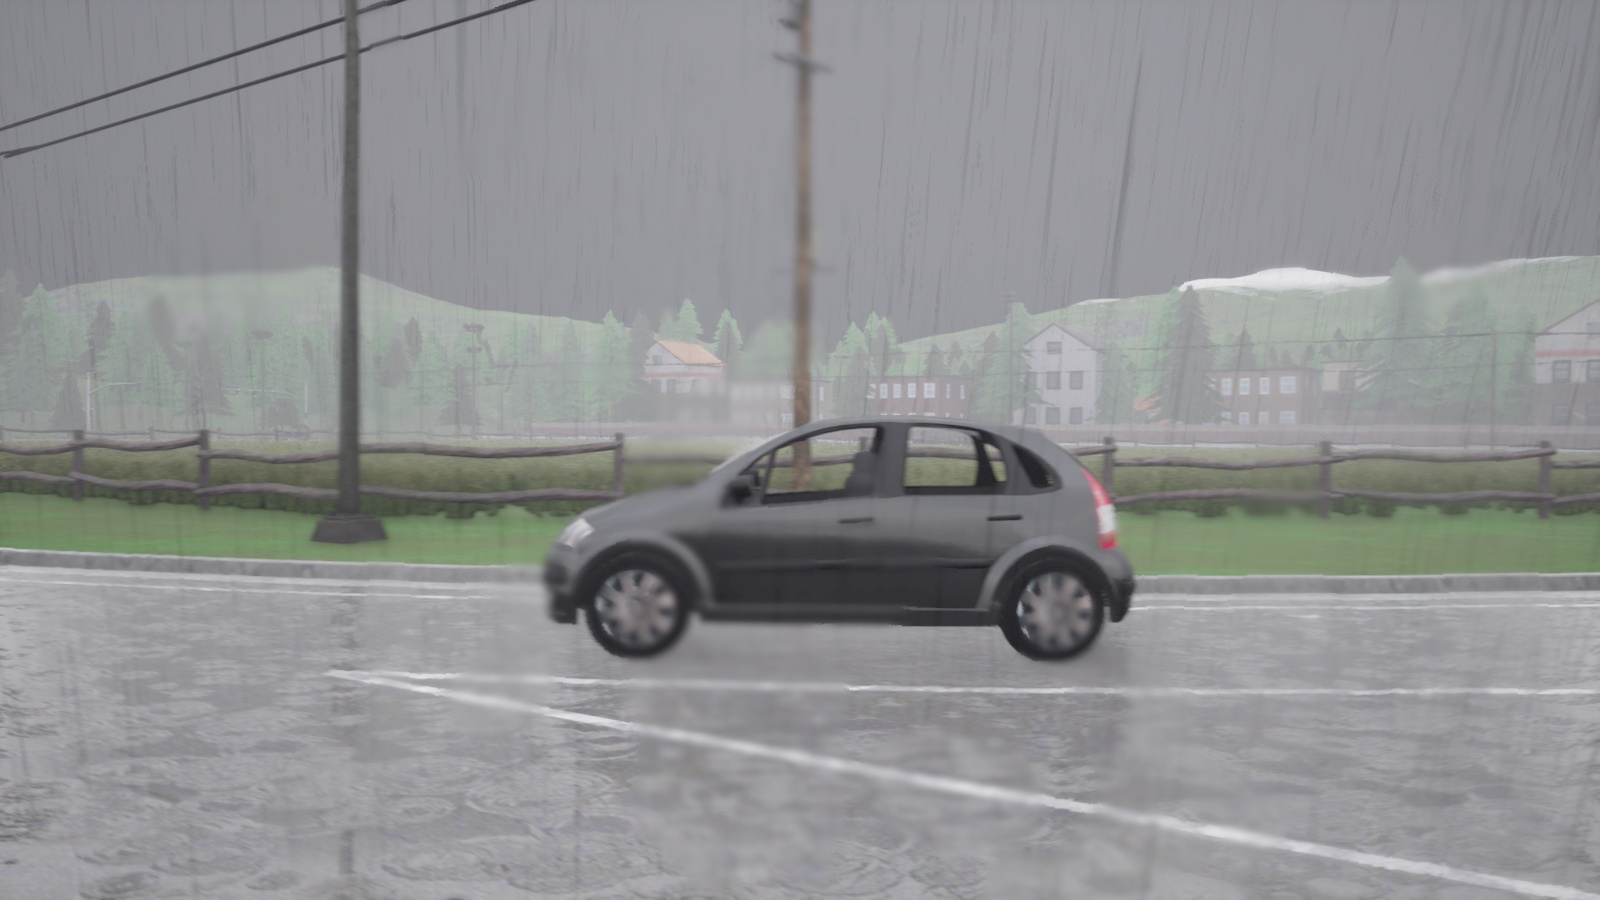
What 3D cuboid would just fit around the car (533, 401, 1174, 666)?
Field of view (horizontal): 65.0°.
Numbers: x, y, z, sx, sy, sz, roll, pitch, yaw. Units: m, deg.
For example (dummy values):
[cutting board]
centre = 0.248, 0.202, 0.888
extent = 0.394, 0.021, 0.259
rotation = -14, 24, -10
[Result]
[car]
centre = 0.336, 0.508, 8.764
extent = 3.988, 1.617, 1.851
rotation = -1, 1, 0
